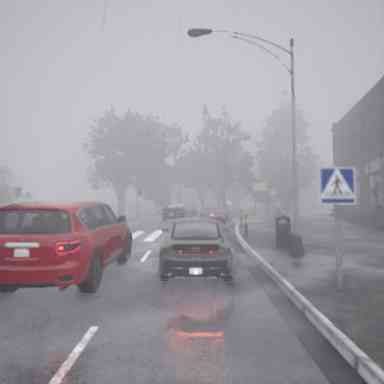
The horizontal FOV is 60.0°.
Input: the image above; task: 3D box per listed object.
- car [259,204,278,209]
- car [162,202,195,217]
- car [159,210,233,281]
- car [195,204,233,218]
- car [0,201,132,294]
[{"bbox_3d":[19.025,3.867,82.878,4.902,1.511,2.128,-3,-5,37],"label":"car"},{"bbox_3d":[-0.817,1.612,27.117,1.882,1.535,5.008,-1,-2,18],"label":"car"},{"bbox_3d":[0.122,1.523,9.934,1.837,1.490,4.892,0,0,1],"label":"car"},{"bbox_3d":[1.860,1.584,24.780,1.994,1.385,4.181,-1,-1,14],"label":"car"},{"bbox_3d":[-3.156,1.239,8.965,2.150,2.045,5.566,0,0,1],"label":"car"}]
